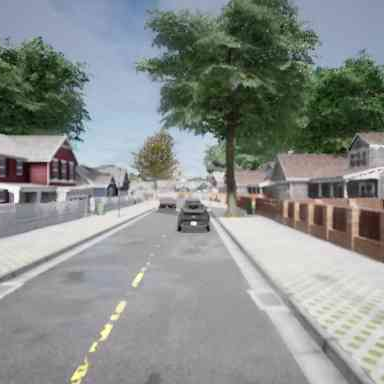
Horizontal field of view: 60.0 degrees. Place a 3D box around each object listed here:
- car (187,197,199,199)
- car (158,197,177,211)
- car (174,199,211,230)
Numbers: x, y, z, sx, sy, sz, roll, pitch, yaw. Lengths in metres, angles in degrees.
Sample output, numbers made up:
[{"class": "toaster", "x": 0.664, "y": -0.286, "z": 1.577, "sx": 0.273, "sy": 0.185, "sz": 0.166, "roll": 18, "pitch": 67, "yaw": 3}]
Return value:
[{"class": "car", "x": 0.097, "y": 1.316, "z": 38.609, "sx": 1.882, "sy": 1.535, "sz": 5.008, "roll": 0, "pitch": 0, "yaw": 0}, {"class": "car", "x": -2.749, "y": 1.291, "z": 38.590, "sx": 1.882, "sy": 1.535, "sz": 5.008, "roll": 0, "pitch": 0, "yaw": 0}, {"class": "car", "x": 0.099, "y": 1.423, "z": 20.211, "sx": 1.837, "sy": 1.490, "sz": 4.892, "roll": 0, "pitch": 0, "yaw": 0}]
